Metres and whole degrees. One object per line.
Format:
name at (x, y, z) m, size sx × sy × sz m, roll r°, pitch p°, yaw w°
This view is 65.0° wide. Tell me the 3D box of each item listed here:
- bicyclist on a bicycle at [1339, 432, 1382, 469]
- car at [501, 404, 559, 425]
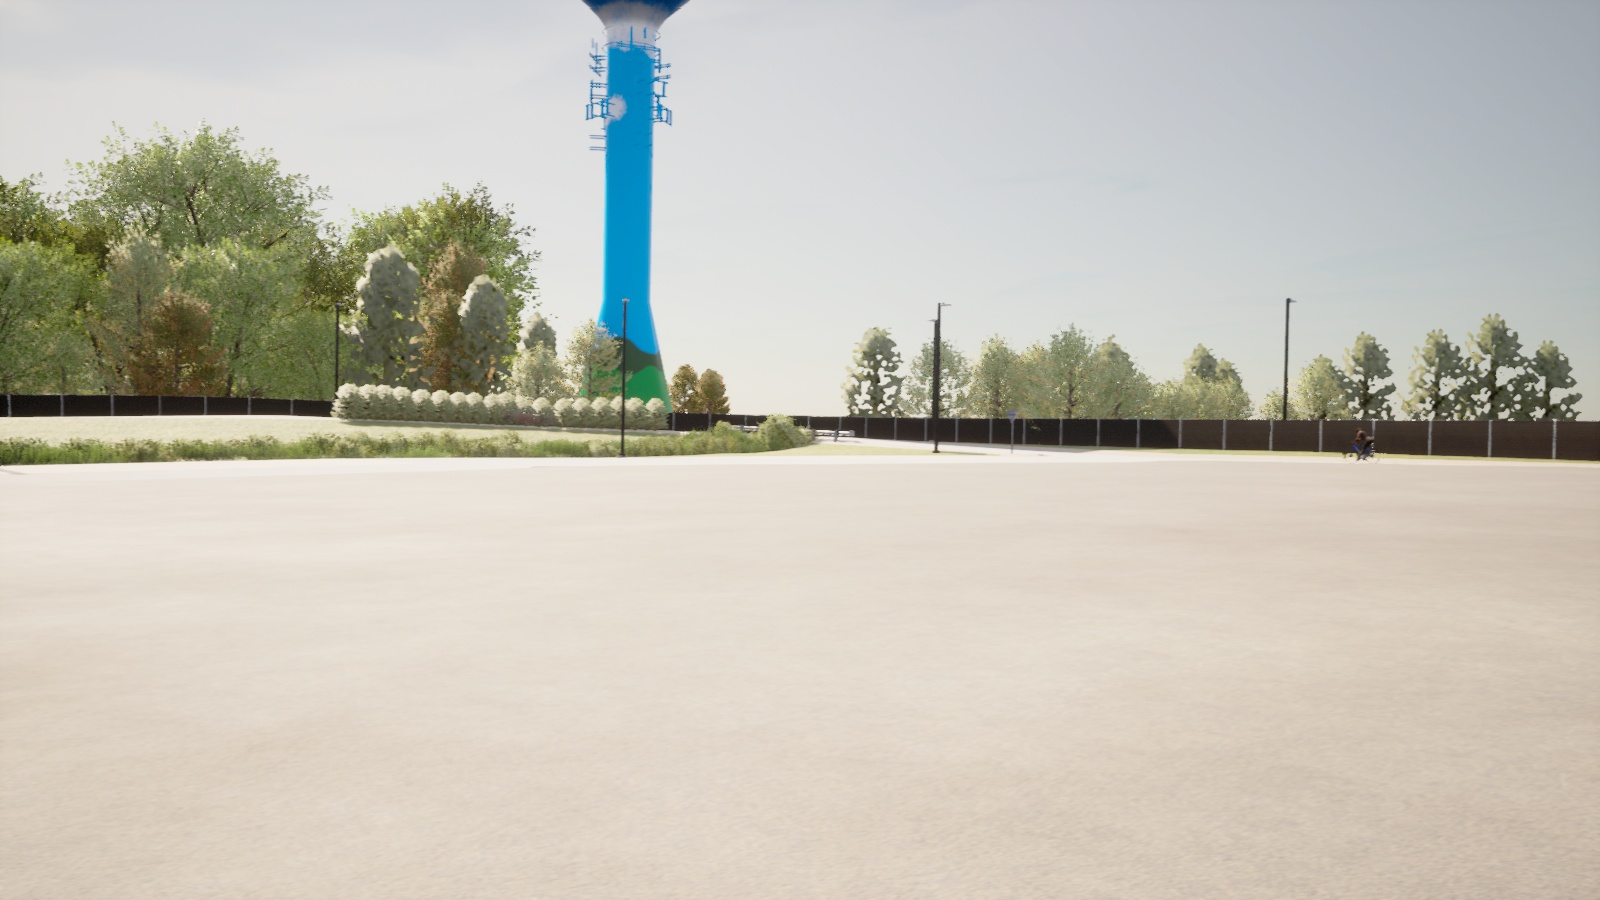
bicyclist on a bicycle at (25.161, 0.004, 56.419) m, size 0.582 × 1.620 × 1.656 m, roll 1°, pitch 0°, yaw -41°
car at (-20.601, -2.682, 95.720) m, size 4.181 × 1.385 × 1.994 m, roll 3°, pitch 0°, yaw -13°
